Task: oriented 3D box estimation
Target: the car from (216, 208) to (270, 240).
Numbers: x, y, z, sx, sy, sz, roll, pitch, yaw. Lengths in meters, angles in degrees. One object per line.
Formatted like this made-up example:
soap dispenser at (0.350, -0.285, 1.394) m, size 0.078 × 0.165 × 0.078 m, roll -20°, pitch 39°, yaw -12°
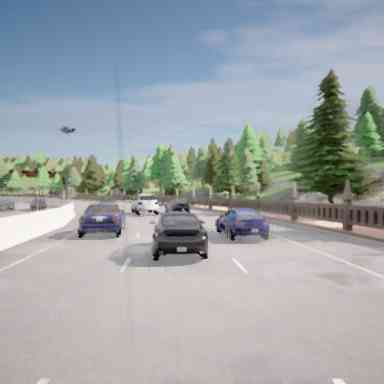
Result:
car at (2.468, 1.539, 16.892) m, size 1.812 × 1.442 × 4.674 m, roll 0°, pitch 0°, yaw -7°

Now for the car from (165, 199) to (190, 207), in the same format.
car at (-1.607, 1.533, 35.259) m, size 1.837 × 1.490 × 4.892 m, roll 0°, pitch 0°, yaw -17°

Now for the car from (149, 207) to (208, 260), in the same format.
car at (-0.543, 1.515, 12.584) m, size 1.837 × 1.490 × 4.892 m, roll 0°, pitch 0°, yaw -6°

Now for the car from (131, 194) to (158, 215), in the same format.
car at (-4.947, 1.249, 34.371) m, size 2.150 × 2.045 × 5.566 m, roll 0°, pitch 0°, yaw -17°

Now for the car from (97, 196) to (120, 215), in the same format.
car at (-8.830, 1.380, 34.897) m, size 2.097 × 1.767 × 4.553 m, roll 0°, pitch 0°, yaw -17°

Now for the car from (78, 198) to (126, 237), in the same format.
car at (-4.791, 1.366, 18.188) m, size 2.097 × 1.767 × 4.553 m, roll 0°, pitch 0°, yaw -8°
